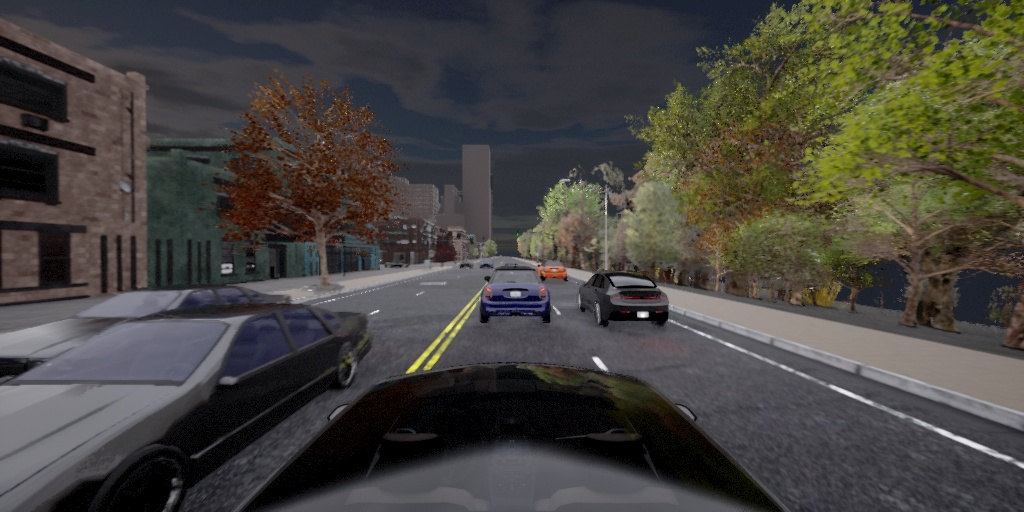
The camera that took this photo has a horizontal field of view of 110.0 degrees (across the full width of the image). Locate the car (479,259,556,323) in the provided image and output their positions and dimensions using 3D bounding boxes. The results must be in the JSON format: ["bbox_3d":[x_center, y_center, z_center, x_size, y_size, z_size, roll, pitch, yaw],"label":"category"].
[{"bbox_3d":[0.102,1.101,12.314,2.097,1.767,4.553,0,0,0],"label":"car"}]

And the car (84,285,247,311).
[{"bbox_3d":[-6.598,1.297,7.082,2.033,1.411,5.357,0,0,0],"label":"car"}]

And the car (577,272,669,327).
[{"bbox_3d":[3.353,1.253,11.599,1.837,1.490,4.892,0,0,0],"label":"car"}]

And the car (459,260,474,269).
[{"bbox_3d":[-7.088,1.347,56.094,1.895,1.301,4.718,0,0,-1],"label":"car"}]

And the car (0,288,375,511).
[{"bbox_3d":[-3.349,1.297,4.065,2.033,1.411,5.357,0,0,0],"label":"car"}]

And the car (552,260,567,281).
[{"bbox_3d":[3.192,1.098,29.534,2.097,1.767,4.553,0,0,-1],"label":"car"}]

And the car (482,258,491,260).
[{"bbox_3d":[-3.828,1.097,54.523,2.097,1.767,4.553,0,0,-1],"label":"car"}]
